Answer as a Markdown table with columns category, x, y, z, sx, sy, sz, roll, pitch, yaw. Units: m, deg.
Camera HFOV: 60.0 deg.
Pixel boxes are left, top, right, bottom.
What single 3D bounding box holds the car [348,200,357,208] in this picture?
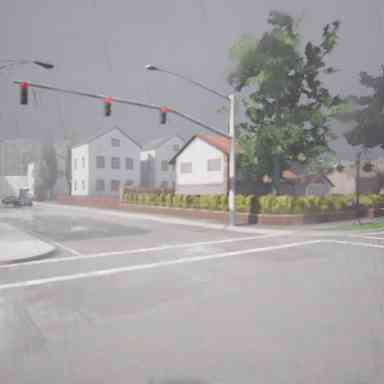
| category | x | y | z | sx | sy | sz | roll | pitch | yaw |
| --- | --- | --- | --- | --- | --- | --- | --- | --- | --- |
| car | 16.557 | 1.144 | 37.298 | 1.970 | 1.475 | 3.806 | 0 | 0 | -36 |

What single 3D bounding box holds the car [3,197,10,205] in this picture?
| category | x | y | z | sx | sy | sz | roll | pitch | yaw |
| --- | --- | --- | --- | --- | --- | --- | --- | --- | --- |
| car | -30.930 | 1.477 | 56.846 | 2.033 | 1.411 | 5.357 | 0 | 0 | -37 |

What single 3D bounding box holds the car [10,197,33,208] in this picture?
| category | x | y | z | sx | sy | sz | roll | pitch | yaw |
| --- | --- | --- | --- | --- | --- | --- | --- | --- | --- |
| car | -24.572 | 1.489 | 48.353 | 2.033 | 1.411 | 5.357 | 0 | 0 | -37 |
